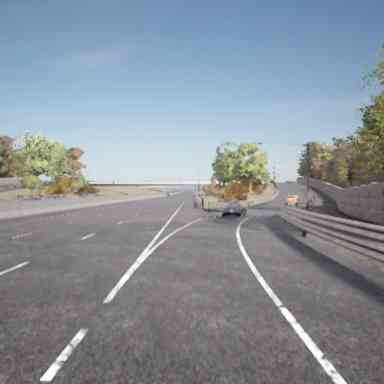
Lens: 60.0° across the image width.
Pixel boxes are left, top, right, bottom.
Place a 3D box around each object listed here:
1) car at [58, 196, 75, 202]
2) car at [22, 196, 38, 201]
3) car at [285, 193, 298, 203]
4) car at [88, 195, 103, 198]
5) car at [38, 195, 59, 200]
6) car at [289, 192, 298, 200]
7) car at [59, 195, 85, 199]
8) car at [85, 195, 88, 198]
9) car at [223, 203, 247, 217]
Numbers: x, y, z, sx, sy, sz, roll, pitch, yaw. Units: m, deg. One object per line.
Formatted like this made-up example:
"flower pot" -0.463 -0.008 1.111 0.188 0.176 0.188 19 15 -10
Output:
"car" -28.014 1.609 74.340 1.895 1.301 4.718 0 0 0
"car" -28.028 1.498 58.246 2.128 1.511 4.902 0 0 1
"car" 22.799 1.674 76.766 2.097 1.767 4.553 0 3 20
"car" -21.014 1.492 74.518 1.882 1.535 5.008 0 0 0
"car" -24.532 1.353 58.360 2.097 1.767 4.553 0 0 1
"car" 26.292 1.076 86.238 2.097 1.767 4.553 0 4 19
"car" -21.027 1.602 58.349 1.895 1.301 4.718 0 0 1
"car" -24.514 1.369 74.493 2.097 1.767 4.553 0 0 0
"car" 4.490 1.843 34.439 1.994 1.385 4.181 0 -1 18
